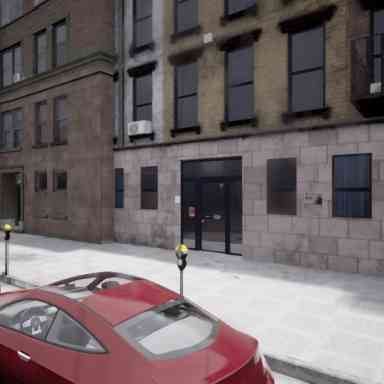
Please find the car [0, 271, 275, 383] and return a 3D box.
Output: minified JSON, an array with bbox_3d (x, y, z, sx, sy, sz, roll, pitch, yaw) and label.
[{"bbox_3d":[-1.212,1.583,3.682,4.206,1.307,1.802,0,0,36],"label":"car"}]
